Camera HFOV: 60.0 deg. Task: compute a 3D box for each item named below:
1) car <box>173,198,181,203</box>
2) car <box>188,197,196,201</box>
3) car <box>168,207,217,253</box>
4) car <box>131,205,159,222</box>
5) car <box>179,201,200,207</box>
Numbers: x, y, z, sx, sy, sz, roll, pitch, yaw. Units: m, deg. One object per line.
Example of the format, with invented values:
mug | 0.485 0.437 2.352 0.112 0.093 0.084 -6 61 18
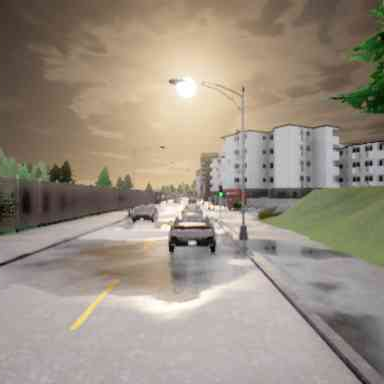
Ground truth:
car | -3.931 2.265 88.148 1.837 1.490 4.892 0 -1 0
car | 0.064 2.061 82.657 2.097 1.767 4.553 0 -1 0
car | 0.017 1.628 14.301 2.128 1.511 4.902 0 0 0
car | -3.978 1.821 29.107 2.033 1.411 5.357 0 -1 0
car | 0.023 1.821 28.991 2.033 1.411 5.357 0 -1 0
